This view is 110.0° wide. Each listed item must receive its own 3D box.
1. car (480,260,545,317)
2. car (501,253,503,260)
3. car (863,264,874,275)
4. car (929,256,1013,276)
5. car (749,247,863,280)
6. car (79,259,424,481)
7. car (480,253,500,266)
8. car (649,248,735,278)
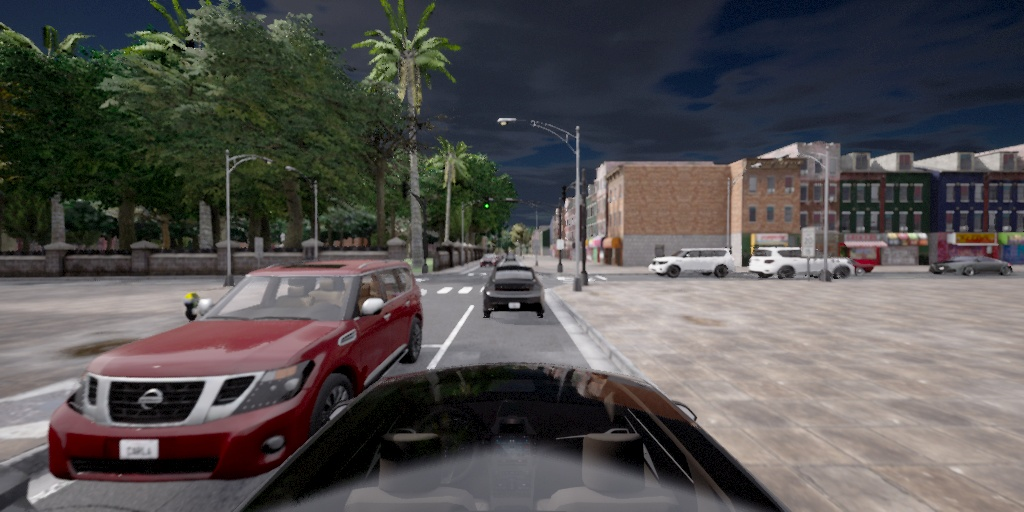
[{"bbox_3d":[0.034,1.066,12.223,1.837,1.490,4.892,0,1,-1],"label":"car"},{"bbox_3d":[-2.889,0.407,60.267,1.802,1.307,4.207,0,0,0],"label":"car"},{"bbox_3d":[22.578,0.770,25.537,4.718,1.301,1.895,0,1,0],"label":"car"},{"bbox_3d":[32.623,0.687,25.583,4.181,1.385,1.994,0,1,0],"label":"car"},{"bbox_3d":[18.143,0.473,22.648,5.566,2.045,2.150,0,1,1],"label":"car"},{"bbox_3d":[-2.650,1.002,5.063,2.192,1.841,5.009,0,0,0],"label":"car"},{"bbox_3d":[-2.815,0.504,43.204,1.967,1.591,4.097,0,0,0],"label":"car"},{"bbox_3d":[12.757,0.451,25.475,5.566,2.045,2.150,0,1,0],"label":"car"}]
